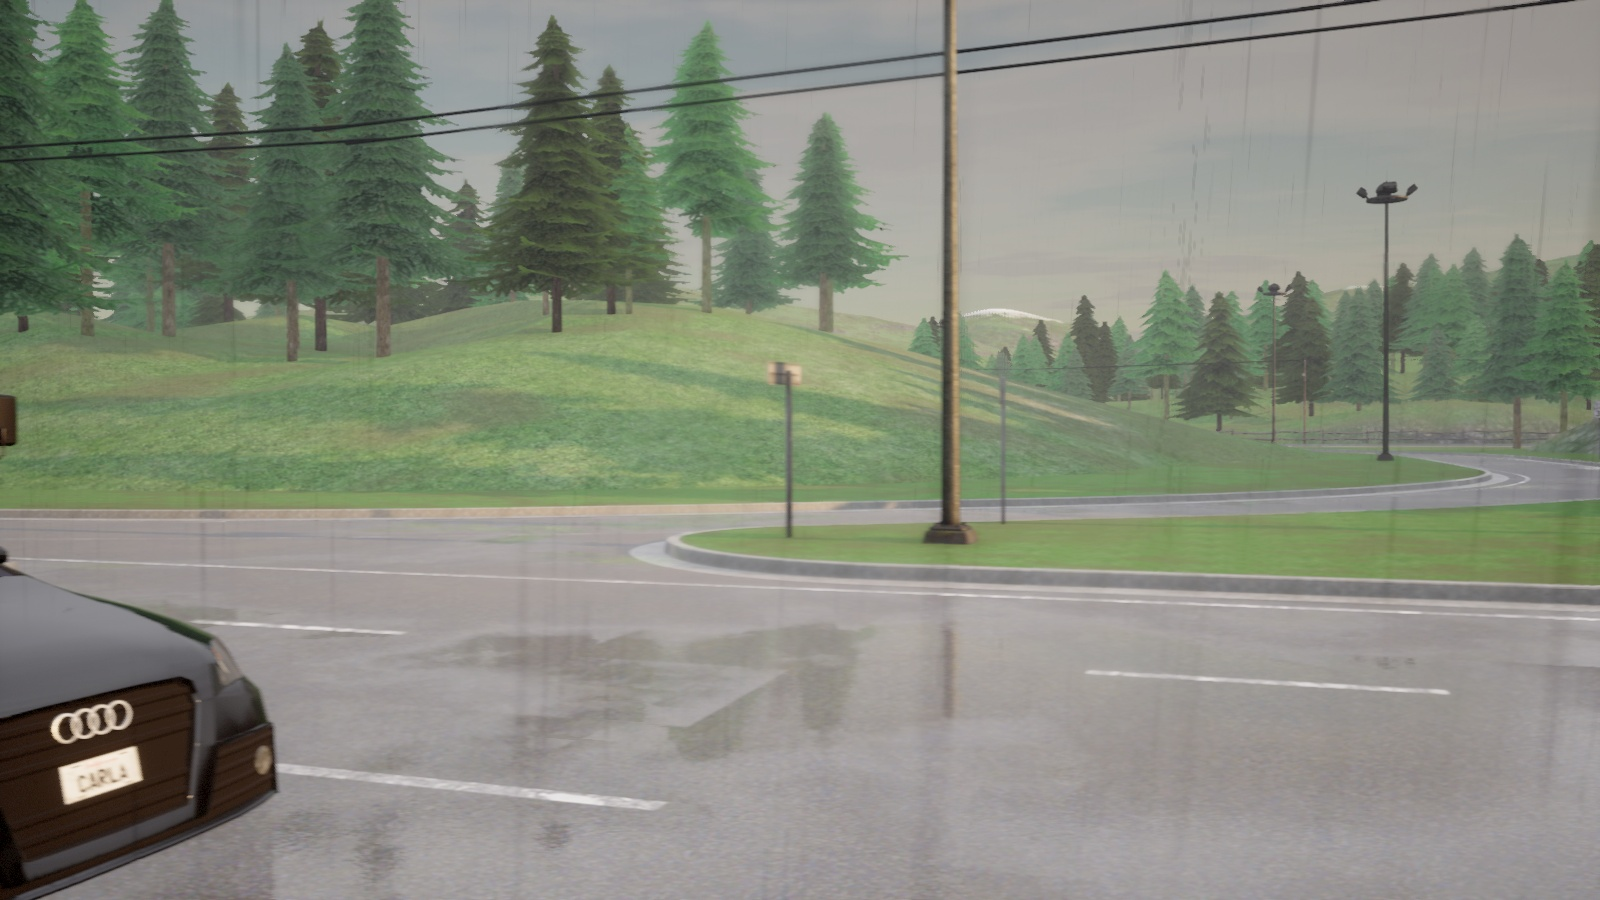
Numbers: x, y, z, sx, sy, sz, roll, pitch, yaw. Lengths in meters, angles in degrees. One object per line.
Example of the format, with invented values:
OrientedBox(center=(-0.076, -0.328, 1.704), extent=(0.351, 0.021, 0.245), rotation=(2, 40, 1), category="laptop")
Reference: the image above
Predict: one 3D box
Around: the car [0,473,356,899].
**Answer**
OrientedBox(center=(-4.004, 0.803, 4.541), extent=(4.181, 1.385, 1.994), rotation=(1, 1, 19), category="car")

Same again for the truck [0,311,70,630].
OrientedBox(center=(-8.863, 0.148, 9.860), extent=(5.204, 2.467, 2.627), rotation=(1, 1, 19), category="truck")
